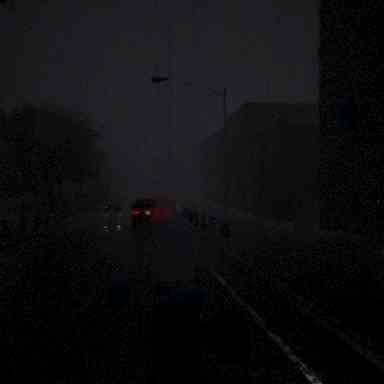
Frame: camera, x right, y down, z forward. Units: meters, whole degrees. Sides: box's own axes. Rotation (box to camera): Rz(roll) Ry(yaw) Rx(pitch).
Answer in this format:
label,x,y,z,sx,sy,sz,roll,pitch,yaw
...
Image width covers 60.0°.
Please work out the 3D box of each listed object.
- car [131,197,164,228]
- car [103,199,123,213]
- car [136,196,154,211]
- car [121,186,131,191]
label,x,y,z,sx,sy,sz,roll,pitch,yaw
car,-3.295,1.458,24.440,2.150,2.045,5.566,-1,0,-9
car,-9.364,1.580,39.839,1.812,1.442,4.674,-1,2,-8
car,-6.018,1.421,42.405,2.128,1.511,4.902,-1,2,-9
car,-15.910,-0.661,80.024,1.837,1.490,4.892,-1,3,-19
